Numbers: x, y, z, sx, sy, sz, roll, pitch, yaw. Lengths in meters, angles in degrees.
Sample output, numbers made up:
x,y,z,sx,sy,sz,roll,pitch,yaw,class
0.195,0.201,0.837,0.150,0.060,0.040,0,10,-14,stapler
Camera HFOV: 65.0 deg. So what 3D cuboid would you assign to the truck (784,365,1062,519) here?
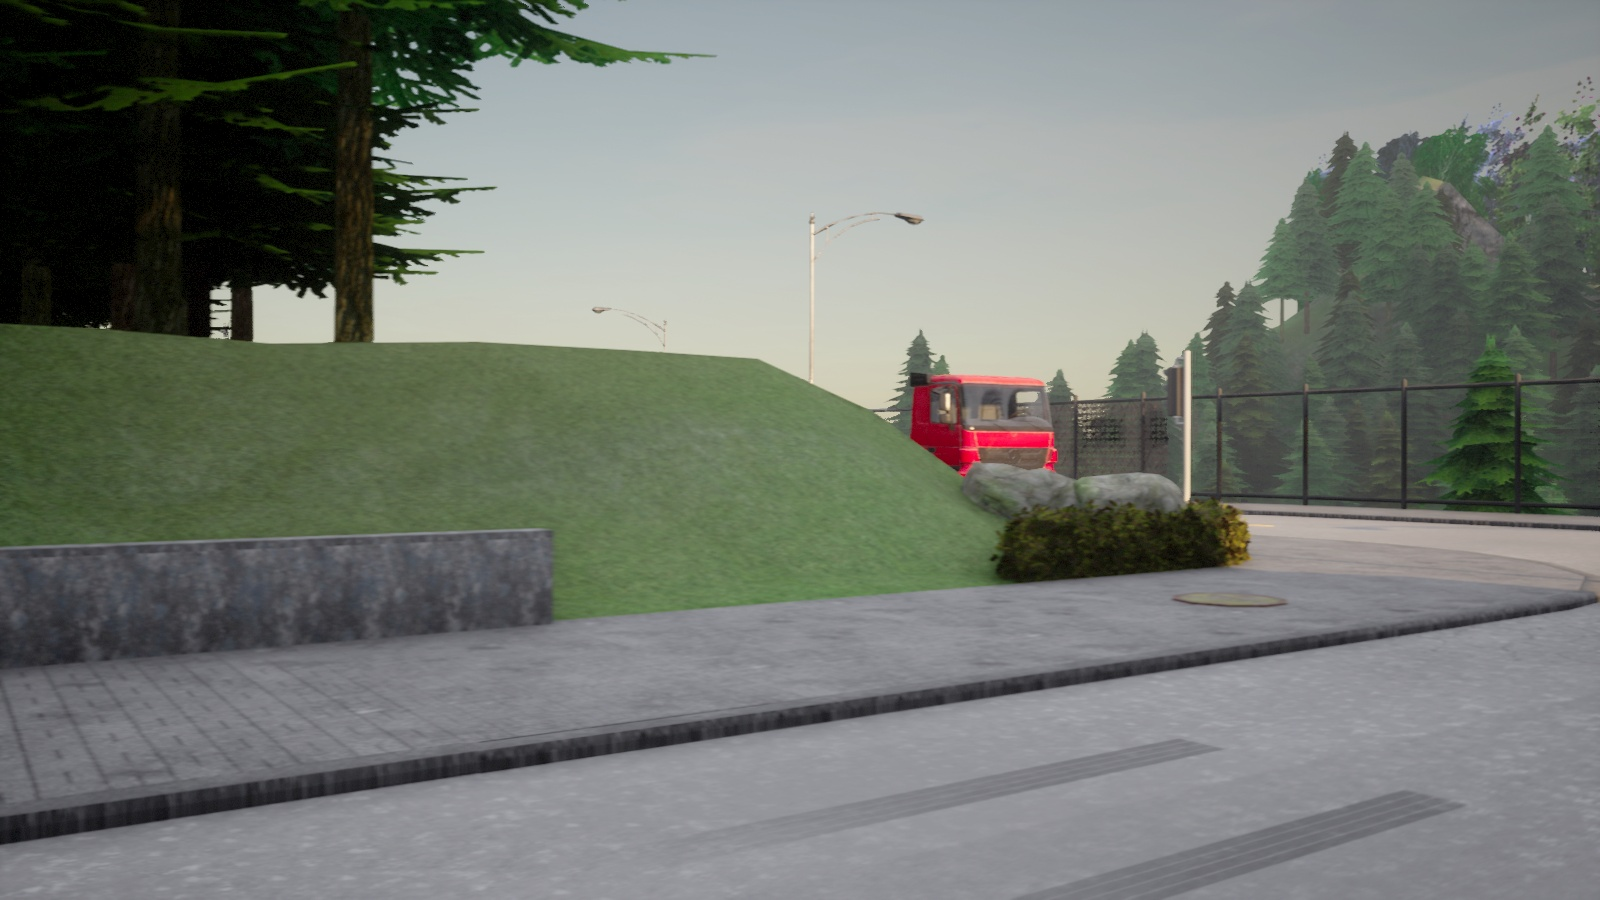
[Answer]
x,y,z,sx,sy,sz,roll,pitch,yaw,class
2.866,-0.164,32.316,2.891,3.462,7.936,0,0,-32,truck
